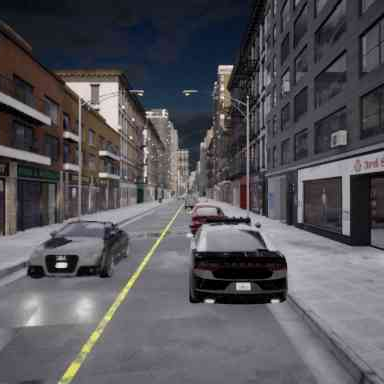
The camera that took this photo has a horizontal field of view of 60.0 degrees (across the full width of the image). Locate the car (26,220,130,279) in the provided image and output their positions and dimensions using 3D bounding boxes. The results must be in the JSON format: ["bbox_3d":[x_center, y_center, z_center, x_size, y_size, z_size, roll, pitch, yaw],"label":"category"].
[{"bbox_3d":[-3.121,1.567,9.946,1.994,1.385,4.181,0,0,0],"label":"car"}]

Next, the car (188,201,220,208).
[{"bbox_3d":[0.863,1.487,18.221,1.882,1.535,5.008,0,0,0],"label":"car"}]

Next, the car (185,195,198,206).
[{"bbox_3d":[-0.119,1.436,58.346,2.097,1.767,4.553,0,0,0],"label":"car"}]

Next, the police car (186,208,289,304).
[{"bbox_3d":[0.884,1.428,8.331,1.930,1.638,5.238,0,0,0],"label":"police car"}]

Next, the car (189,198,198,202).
[{"bbox_3d":[0.851,1.471,24.412,1.801,1.575,5.366,0,0,0],"label":"car"}]

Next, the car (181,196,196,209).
[{"bbox_3d":[-0.075,1.595,45.122,2.033,1.411,5.357,0,0,0],"label":"car"}]
